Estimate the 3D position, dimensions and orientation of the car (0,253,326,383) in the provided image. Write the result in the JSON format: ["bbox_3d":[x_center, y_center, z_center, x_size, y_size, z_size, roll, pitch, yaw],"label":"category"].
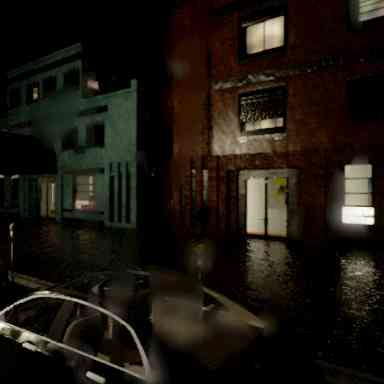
[{"bbox_3d":[-0.939,1.536,3.542,4.403,1.369,2.008,0,0,35],"label":"car"}]
